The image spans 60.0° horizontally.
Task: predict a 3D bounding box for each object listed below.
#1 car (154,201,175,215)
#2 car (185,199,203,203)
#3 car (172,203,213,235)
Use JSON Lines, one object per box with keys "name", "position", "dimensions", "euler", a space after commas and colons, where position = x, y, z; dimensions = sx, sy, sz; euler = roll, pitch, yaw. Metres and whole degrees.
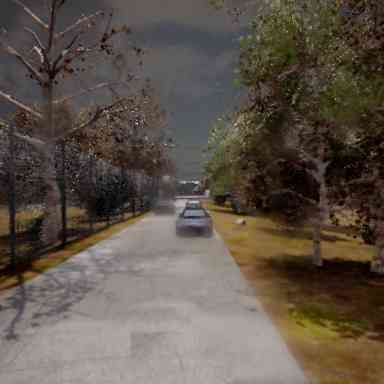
{"name": "car", "position": [-2.693, 1.597, 33.536], "dimensions": [1.895, 1.301, 4.718], "euler": [0, 0, 1]}
{"name": "car", "position": [0.204, 1.521, 36.485], "dimensions": [1.812, 1.442, 4.674], "euler": [0, 0, 0]}
{"name": "car", "position": [0.131, 1.562, 18.917], "dimensions": [1.994, 1.385, 4.181], "euler": [0, 0, 0]}
